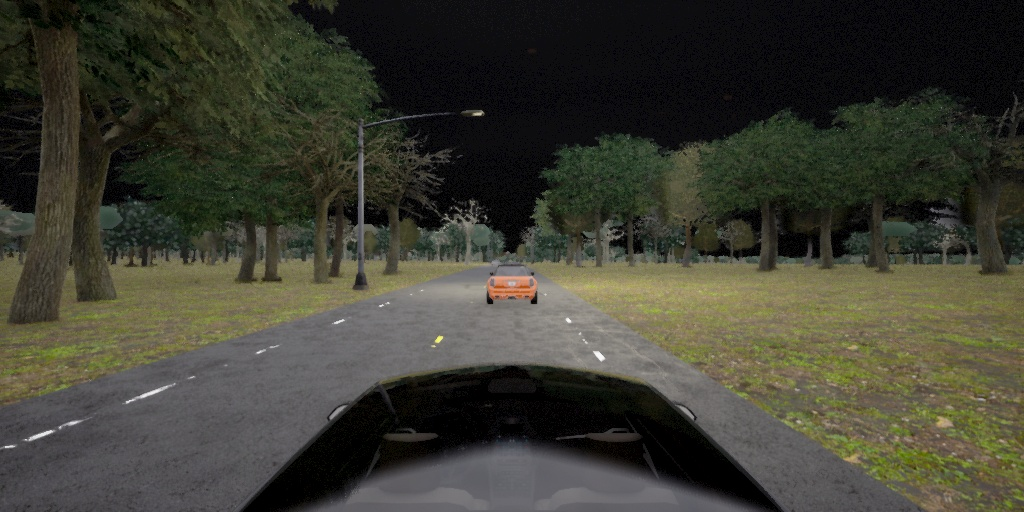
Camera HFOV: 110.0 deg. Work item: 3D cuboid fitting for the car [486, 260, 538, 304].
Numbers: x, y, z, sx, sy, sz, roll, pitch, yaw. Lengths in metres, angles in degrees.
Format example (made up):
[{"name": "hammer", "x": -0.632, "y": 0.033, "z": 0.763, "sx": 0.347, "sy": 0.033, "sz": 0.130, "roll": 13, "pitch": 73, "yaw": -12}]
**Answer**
[{"name": "car", "x": 0.000, "y": 1.125, "z": 16.473, "sx": 2.097, "sy": 1.767, "sz": 4.553, "roll": 0, "pitch": 0, "yaw": 0}]
